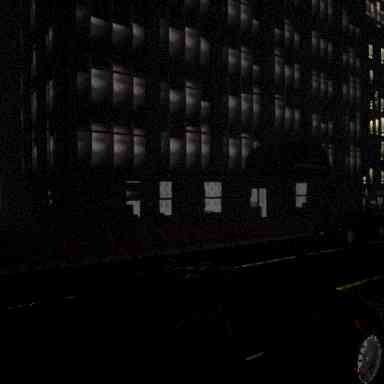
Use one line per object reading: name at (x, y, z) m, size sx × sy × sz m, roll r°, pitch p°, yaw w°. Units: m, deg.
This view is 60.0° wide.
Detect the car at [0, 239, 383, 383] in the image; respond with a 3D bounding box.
car at (0.235, 1.525, 3.602) m, size 4.674 × 1.442 × 1.812 m, roll 0°, pitch 0°, yaw -36°

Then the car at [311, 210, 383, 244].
car at (7.474, 1.542, 15.764) m, size 4.507 × 1.381 × 1.887 m, roll 0°, pitch -1°, yaw -35°
